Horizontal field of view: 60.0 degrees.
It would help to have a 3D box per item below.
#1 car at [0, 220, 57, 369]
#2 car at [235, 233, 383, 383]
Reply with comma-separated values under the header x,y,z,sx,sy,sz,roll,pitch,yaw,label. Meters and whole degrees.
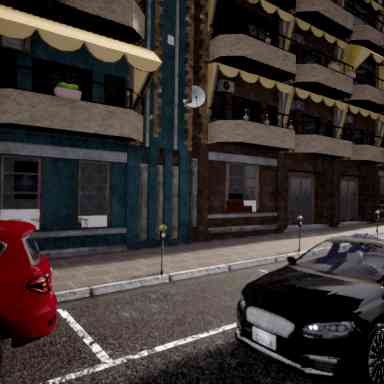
x,y,z,sx,sy,sz,roll,pitch,yaw,label
-4.122,1.315,3.595,5.009,1.841,2.192,0,1,-36,car
2.858,1.494,5.432,4.902,1.511,2.128,0,0,-36,car
